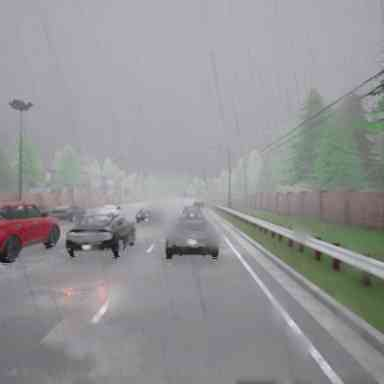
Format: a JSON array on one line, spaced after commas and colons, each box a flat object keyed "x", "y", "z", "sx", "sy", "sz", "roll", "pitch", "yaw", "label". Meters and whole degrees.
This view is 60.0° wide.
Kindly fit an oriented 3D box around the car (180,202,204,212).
[{"x": 0.008, "y": 1.854, "z": 27.490, "sx": 2.033, "sy": 1.411, "sz": 5.357, "roll": 0, "pitch": -1, "yaw": 0, "label": "car"}]

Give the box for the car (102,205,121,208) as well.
[{"x": -6.979, "y": 1.847, "z": 28.866, "sx": 1.812, "sy": 1.442, "sz": 4.674, "roll": 0, "pitch": 0, "yaw": 0, "label": "car"}]

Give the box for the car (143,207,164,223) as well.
[{"x": -3.485, "y": 1.916, "z": 28.218, "sx": 1.895, "sy": 1.301, "sz": 4.718, "roll": 0, "pitch": -1, "yaw": 0, "label": "car"}]

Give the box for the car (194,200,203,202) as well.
[{"x": 1.227, "y": 2.162, "z": 61.504, "sx": 1.882, "sy": 1.535, "sz": 5.008, "roll": 0, "pitch": -1, "yaw": 0, "label": "car"}]

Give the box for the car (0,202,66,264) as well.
[{"x": -6.992, "y": 1.365, "z": 12.553, "sx": 2.150, "sy": 2.045, "sz": 5.566, "roll": 0, "pitch": 0, "yaw": 0, "label": "car"}]

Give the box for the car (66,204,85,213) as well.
[{"x": -10.482, "y": 1.825, "z": 28.478, "sx": 1.837, "sy": 1.490, "sz": 4.892, "roll": 0, "pitch": 0, "yaw": 0, "label": "car"}]

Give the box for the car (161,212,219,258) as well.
[{"x": 0.016, "y": 1.715, "z": 13.418, "sx": 1.994, "sy": 1.385, "sz": 4.181, "roll": 0, "pitch": -1, "yaw": 0, "label": "car"}]

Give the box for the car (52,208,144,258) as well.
[{"x": -3.483, "y": 1.644, "z": 13.477, "sx": 2.128, "sy": 1.511, "sz": 4.902, "roll": 0, "pitch": 0, "yaw": 0, "label": "car"}]

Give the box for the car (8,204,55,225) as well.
[{"x": -13.556, "y": 1.825, "z": 28.498, "sx": 1.837, "sy": 1.490, "sz": 4.892, "roll": 0, "pitch": 0, "yaw": -2, "label": "car"}]
